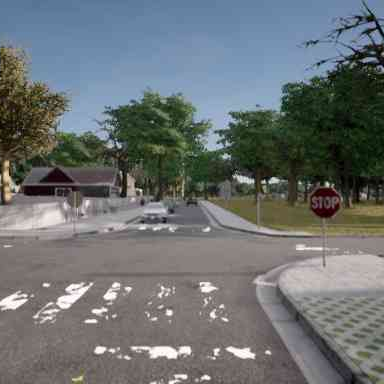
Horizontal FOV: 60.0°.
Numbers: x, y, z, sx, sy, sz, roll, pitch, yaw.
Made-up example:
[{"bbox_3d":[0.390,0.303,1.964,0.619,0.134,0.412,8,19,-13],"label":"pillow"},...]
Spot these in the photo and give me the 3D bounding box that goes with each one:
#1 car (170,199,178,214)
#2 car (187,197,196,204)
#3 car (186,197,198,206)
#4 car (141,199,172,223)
[{"bbox_3d":[-2.860,1.553,36.446,1.837,1.490,4.892,0,0,0],"label":"car"},{"bbox_3d":[-0.019,1.712,68.298,1.812,1.442,4.674,0,0,0],"label":"car"},{"bbox_3d":[-0.019,1.643,57.875,1.837,1.490,4.892,0,0,0],"label":"car"},{"bbox_3d":[-2.844,1.545,26.190,1.812,1.442,4.674,0,0,0],"label":"car"}]
